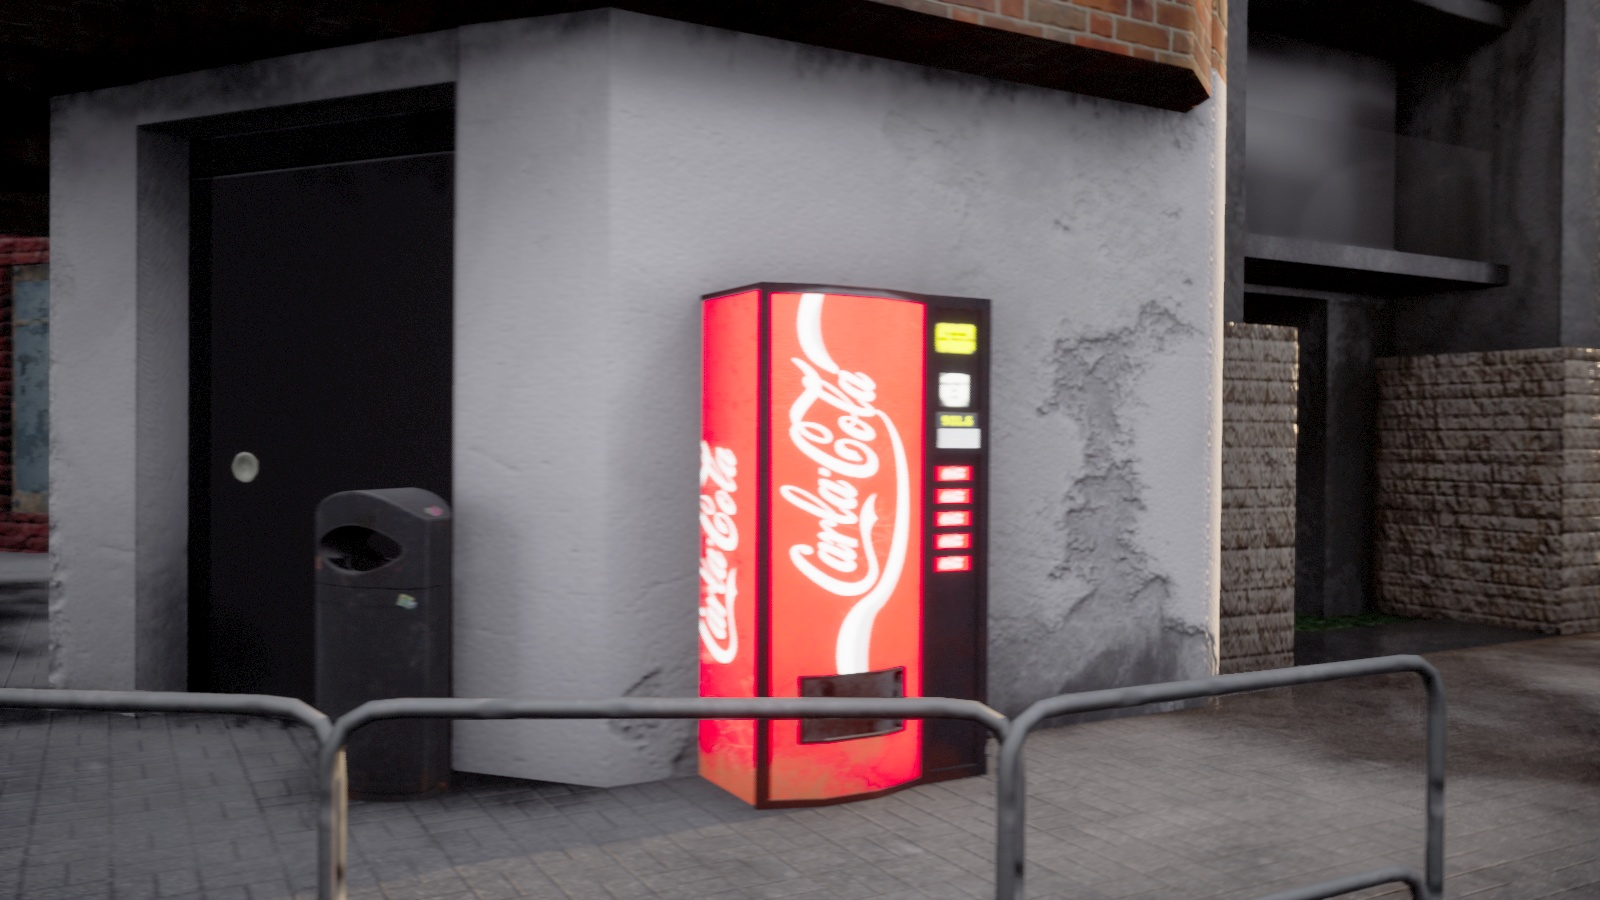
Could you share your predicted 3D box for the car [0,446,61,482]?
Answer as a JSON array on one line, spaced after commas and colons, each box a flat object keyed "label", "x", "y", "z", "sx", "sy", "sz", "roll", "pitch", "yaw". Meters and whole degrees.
[{"label": "car", "x": -33.585, "y": 0.590, "z": 52.797, "sx": 1.970, "sy": 1.475, "sz": 3.806, "roll": 0, "pitch": 1, "yaw": 34}]
